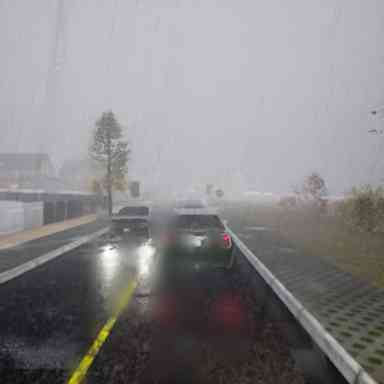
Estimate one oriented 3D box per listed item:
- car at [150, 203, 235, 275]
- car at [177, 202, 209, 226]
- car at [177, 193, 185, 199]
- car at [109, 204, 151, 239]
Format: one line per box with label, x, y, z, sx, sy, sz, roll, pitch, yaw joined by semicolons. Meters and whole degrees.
car;0.083;1.293;10.463;2.097;1.767;4.553;0;0;0
car;0.074;1.435;23.224;1.994;1.385;4.181;0;0;0
car;-2.773;1.054;85.297;1.812;1.442;4.674;0;0;0
car;-2.851;1.383;17.014;1.882;1.535;5.008;0;0;0
